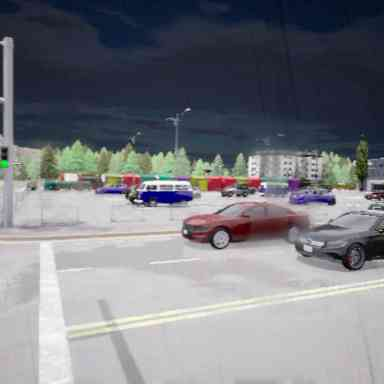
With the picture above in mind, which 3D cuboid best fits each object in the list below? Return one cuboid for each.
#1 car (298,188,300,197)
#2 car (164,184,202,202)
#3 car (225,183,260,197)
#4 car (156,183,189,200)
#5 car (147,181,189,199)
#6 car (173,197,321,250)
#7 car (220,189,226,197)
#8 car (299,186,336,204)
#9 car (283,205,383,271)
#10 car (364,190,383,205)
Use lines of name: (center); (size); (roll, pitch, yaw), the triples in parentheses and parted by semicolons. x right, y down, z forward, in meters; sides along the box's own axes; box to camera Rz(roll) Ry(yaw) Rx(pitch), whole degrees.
car: (23.269, -0.302, 64.813); (3.806, 1.475, 1.970); (0, 2, -24)
car: (-0.887, 0.112, 38.877); (3.806, 1.475, 1.970); (0, 2, -24)
car: (8.392, -0.491, 55.089); (4.605, 1.855, 1.932); (0, 2, -24)
car: (-2.048, -0.025, 41.526); (3.905, 1.438, 1.784); (0, 2, -24)
car: (-3.169, -0.334, 43.954); (4.605, 1.855, 1.932); (0, 2, -24)
car: (2.067, 1.103, 12.391); (5.008, 1.535, 1.882); (0, 2, -24)
car: (7.284, -0.387, 57.772); (3.905, 1.438, 1.784); (0, 2, -24)
car: (15.258, 0.370, 39.671); (3.806, 1.475, 1.970); (0, 2, -24)
car: (5.283, 1.286, 9.970); (4.674, 1.442, 1.812); (0, 2, -24)
car: (11.159, 0.876, 16.410); (5.566, 2.045, 2.150); (0, 2, -24)
